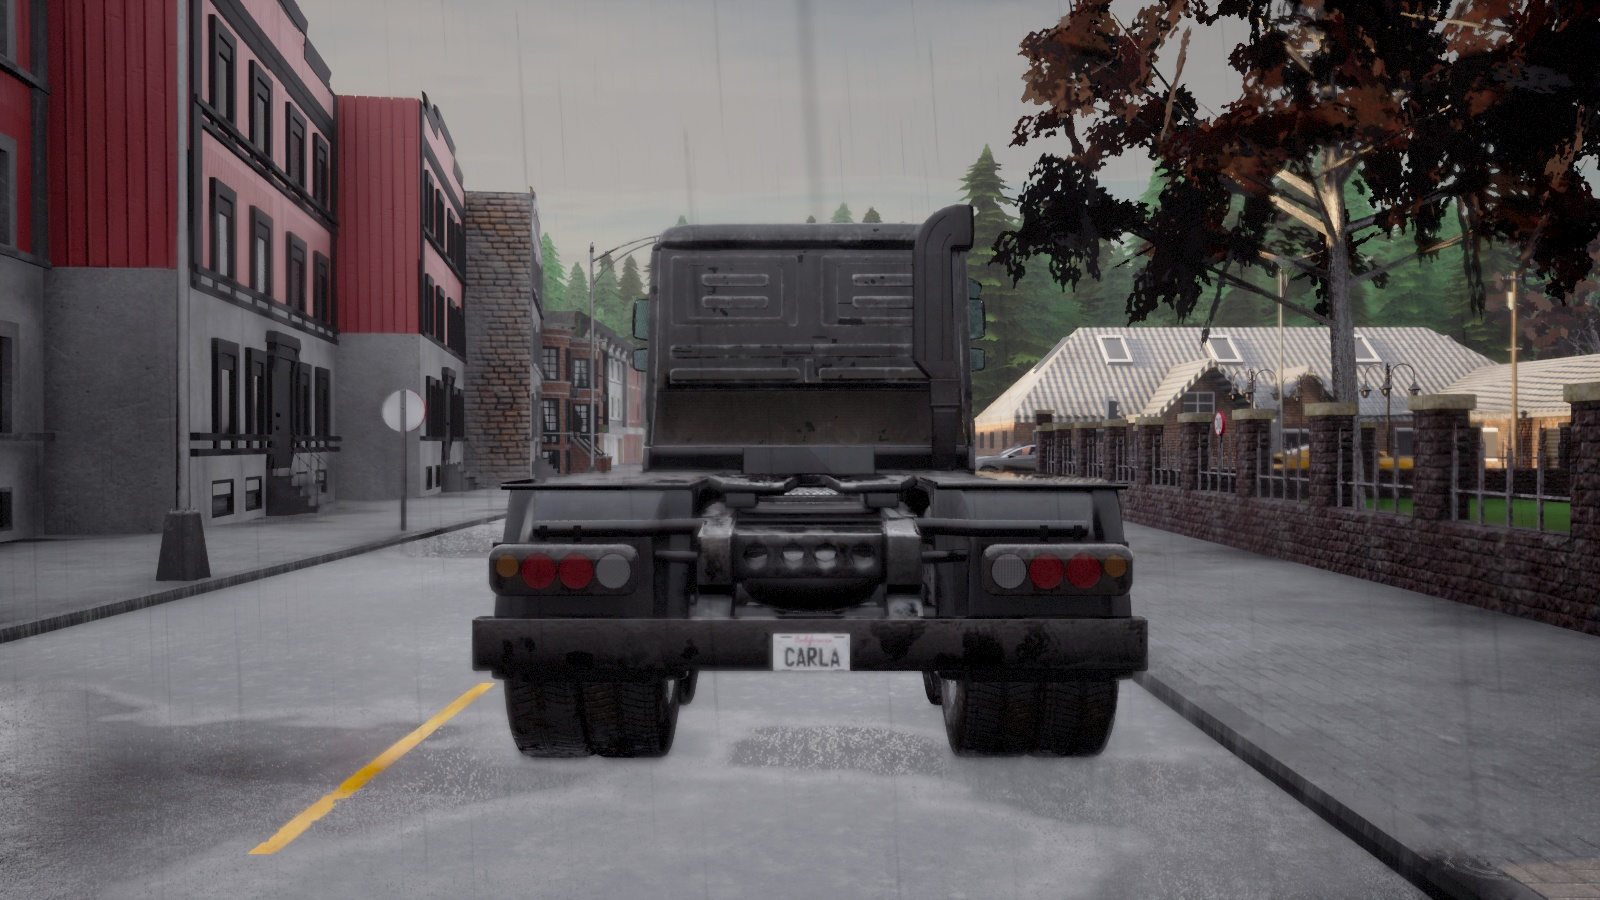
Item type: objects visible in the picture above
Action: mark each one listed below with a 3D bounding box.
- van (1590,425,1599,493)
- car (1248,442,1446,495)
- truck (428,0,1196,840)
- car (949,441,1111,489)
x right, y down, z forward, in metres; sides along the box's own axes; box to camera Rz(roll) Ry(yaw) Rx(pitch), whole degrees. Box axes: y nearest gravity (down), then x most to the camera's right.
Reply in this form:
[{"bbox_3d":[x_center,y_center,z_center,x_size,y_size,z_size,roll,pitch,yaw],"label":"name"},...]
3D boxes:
[{"bbox_3d":[26.112,0.282,36.942,4.480,2.038,2.069,0,0,-1],"label":"van"},{"bbox_3d":[16.047,0.528,36.972,5.008,1.535,1.882,0,0,-1],"label":"car"},{"bbox_3d":[0.065,-0.284,8.702,2.891,3.462,7.936,0,0,0],"label":"truck"},{"bbox_3d":[7.455,0.477,41.111,4.902,1.511,2.128,0,0,0],"label":"car"}]
